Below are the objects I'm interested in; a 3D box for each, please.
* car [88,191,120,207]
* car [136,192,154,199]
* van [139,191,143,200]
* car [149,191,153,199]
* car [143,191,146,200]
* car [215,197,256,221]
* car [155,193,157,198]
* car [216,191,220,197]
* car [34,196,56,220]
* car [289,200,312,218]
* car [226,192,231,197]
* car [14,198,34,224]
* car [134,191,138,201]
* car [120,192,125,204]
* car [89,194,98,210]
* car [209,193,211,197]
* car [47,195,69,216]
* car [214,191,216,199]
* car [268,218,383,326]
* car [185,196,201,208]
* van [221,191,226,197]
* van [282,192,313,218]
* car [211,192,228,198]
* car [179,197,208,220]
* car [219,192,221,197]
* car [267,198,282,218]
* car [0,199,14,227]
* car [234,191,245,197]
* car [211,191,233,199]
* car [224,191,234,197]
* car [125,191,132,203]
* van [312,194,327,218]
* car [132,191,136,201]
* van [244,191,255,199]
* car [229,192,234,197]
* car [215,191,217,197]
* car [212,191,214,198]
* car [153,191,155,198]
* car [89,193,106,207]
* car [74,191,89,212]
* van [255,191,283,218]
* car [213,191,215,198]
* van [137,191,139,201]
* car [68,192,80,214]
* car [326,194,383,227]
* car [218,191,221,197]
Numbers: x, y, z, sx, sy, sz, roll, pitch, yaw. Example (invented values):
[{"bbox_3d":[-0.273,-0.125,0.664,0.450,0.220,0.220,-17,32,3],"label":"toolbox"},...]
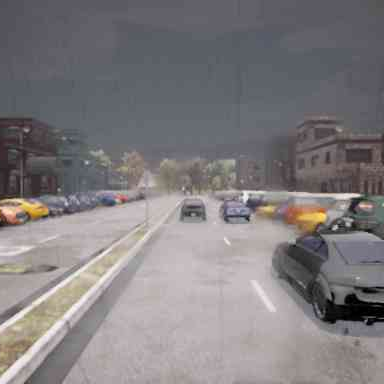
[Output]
[{"bbox_3d":[-12.525,0.856,42.478,5.566,2.045,2.435,0,0,0],"label":"car"},{"bbox_3d":[-12.539,0.869,89.722,4.553,1.767,2.185,0,0,0],"label":"car"},{"bbox_3d":[-12.415,0.791,64.709,4.442,1.987,1.878,0,0,0],"label":"van"},{"bbox_3d":[-12.493,0.750,75.701,5.566,2.045,2.435,0,0,0],"label":"car"},{"bbox_3d":[-12.558,0.761,67.489,5.566,2.045,2.435,0,0,0],"label":"car"},{"bbox_3d":[3.104,1.325,24.803,2.033,1.411,5.357,0,0,0],"label":"car"},{"bbox_3d":[-12.506,0.996,86.818,5.008,1.535,2.097,0,0,0],"label":"car"},{"bbox_3d":[7.644,1.032,63.048,4.892,1.521,2.231,0,0,0],"label":"car"},{"bbox_3d":[-12.567,1.246,23.029,5.008,1.535,2.097,0,0,0],"label":"car"},{"bbox_3d":[7.648,1.335,16.177,5.008,1.535,2.097,0,1,0],"label":"car"},{"bbox_3d":[7.641,1.104,46.506,4.892,1.521,2.231,0,0,0],"label":"car"},{"bbox_3d":[-12.605,1.144,20.246,4.553,1.767,2.185,0,1,0],"label":"car"},{"bbox_3d":[-12.535,1.074,59.028,4.674,1.452,2.002,0,0,0],"label":"car"},{"bbox_3d":[-12.365,1.089,45.258,5.366,1.575,1.946,0,0,0],"label":"car"},{"bbox_3d":[-12.558,1.200,34.143,4.674,1.452,2.002,0,0,0],"label":"car"},{"bbox_3d":[7.468,0.992,82.348,5.366,1.575,1.946,0,0,0],"label":"car"},{"bbox_3d":[-12.575,1.224,25.805,4.892,1.521,2.231,0,0,0],"label":"car"},{"bbox_3d":[7.683,0.884,71.319,4.553,1.767,2.185,0,0,0],"label":"car"},{"bbox_3d":[3.100,1.502,7.072,1.994,1.385,4.181,0,1,0],"label":"car"},{"bbox_3d":[0.107,1.251,41.950,1.895,1.301,4.718,0,0,0],"label":"car"},{"bbox_3d":[7.531,0.837,54.653,4.442,1.987,1.878,0,0,0],"label":"van"},{"bbox_3d":[7.760,1.084,18.933,4.442,1.987,1.878,0,1,0],"label":"van"},{"bbox_3d":[7.624,0.855,93.381,4.553,1.767,2.185,0,0,0],"label":"car"},{"bbox_3d":[0.104,1.279,25.244,1.837,1.490,4.892,0,1,0],"label":"car"},{"bbox_3d":[7.643,1.052,57.535,4.892,1.521,2.231,0,0,0],"label":"car"},{"bbox_3d":[7.641,1.325,21.692,4.674,1.452,2.002,0,0,0],"label":"car"},{"bbox_3d":[-12.571,1.294,17.469,5.008,1.535,2.097,0,1,0],"label":"car"},{"bbox_3d":[7.674,0.922,35.476,5.566,2.045,2.435,0,0,0],"label":"car"},{"bbox_3d":[7.682,0.741,85.106,5.566,2.045,2.435,0,0,0],"label":"car"},{"bbox_3d":[7.833,1.086,49.262,5.366,1.575,1.946,0,0,0],"label":"car"},{"bbox_3d":[-12.517,0.813,50.813,5.566,2.045,2.435,0,0,0],"label":"car"},{"bbox_3d":[7.526,1.135,13.418,4.442,1.987,1.878,0,1,0],"label":"van"},{"bbox_3d":[-12.510,1.072,56.373,4.792,1.488,2.163,0,0,0],"label":"car"},{"bbox_3d":[7.762,0.968,32.718,4.442,1.987,1.878,0,0,0],"label":"van"},{"bbox_3d":[7.676,1.149,43.748,4.792,1.488,2.163,0,0,0],"label":"car"},{"bbox_3d":[7.644,1.024,65.805,4.892,1.521,2.231,0,0,0],"label":"car"},{"bbox_3d":[7.658,1.001,76.833,5.008,1.535,2.097,0,0,0],"label":"car"},{"bbox_3d":[-12.545,0.746,81.386,5.566,2.045,2.435,0,0,0],"label":"car"},{"bbox_3d":[-12.552,1.142,36.921,4.892,1.521,2.231,0,0,0],"label":"car"},{"bbox_3d":[-12.532,1.054,31.363,4.553,1.767,2.185,0,0,0],"label":"car"},{"bbox_3d":[7.761,1.011,27.206,4.442,1.987,1.878,0,0,0],"label":"van"},{"bbox_3d":[7.683,0.879,74.076,4.553,1.767,2.185,0,0,0],"label":"car"},{"bbox_3d":[-12.651,0.799,61.932,4.442,1.987,1.878,0,0,0],"label":"van"},{"bbox_3d":[-12.535,1.075,28.582,4.553,1.767,2.185,0,0,0],"label":"car"},{"bbox_3d":[7.670,1.135,10.660,5.566,2.045,2.435,0,1,0],"label":"car"},{"bbox_3d":[7.643,1.042,60.291,4.892,1.521,2.231,0,0,0],"label":"car"}]
